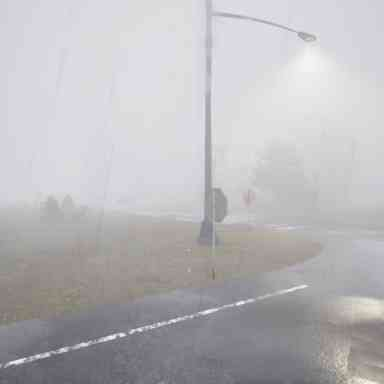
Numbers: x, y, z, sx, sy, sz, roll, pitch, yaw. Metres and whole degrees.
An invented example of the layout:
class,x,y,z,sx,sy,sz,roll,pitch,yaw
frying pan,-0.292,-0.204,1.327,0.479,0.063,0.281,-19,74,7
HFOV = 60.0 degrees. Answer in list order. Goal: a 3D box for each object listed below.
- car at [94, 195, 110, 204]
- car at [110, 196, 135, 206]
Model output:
class,x,y,z,sx,sy,sz,roll,pitch,yaw
car,-16.278,1.243,60.886,2.097,1.767,4.553,0,0,-34
car,-10.571,1.401,52.367,2.128,1.511,4.902,0,0,-33
